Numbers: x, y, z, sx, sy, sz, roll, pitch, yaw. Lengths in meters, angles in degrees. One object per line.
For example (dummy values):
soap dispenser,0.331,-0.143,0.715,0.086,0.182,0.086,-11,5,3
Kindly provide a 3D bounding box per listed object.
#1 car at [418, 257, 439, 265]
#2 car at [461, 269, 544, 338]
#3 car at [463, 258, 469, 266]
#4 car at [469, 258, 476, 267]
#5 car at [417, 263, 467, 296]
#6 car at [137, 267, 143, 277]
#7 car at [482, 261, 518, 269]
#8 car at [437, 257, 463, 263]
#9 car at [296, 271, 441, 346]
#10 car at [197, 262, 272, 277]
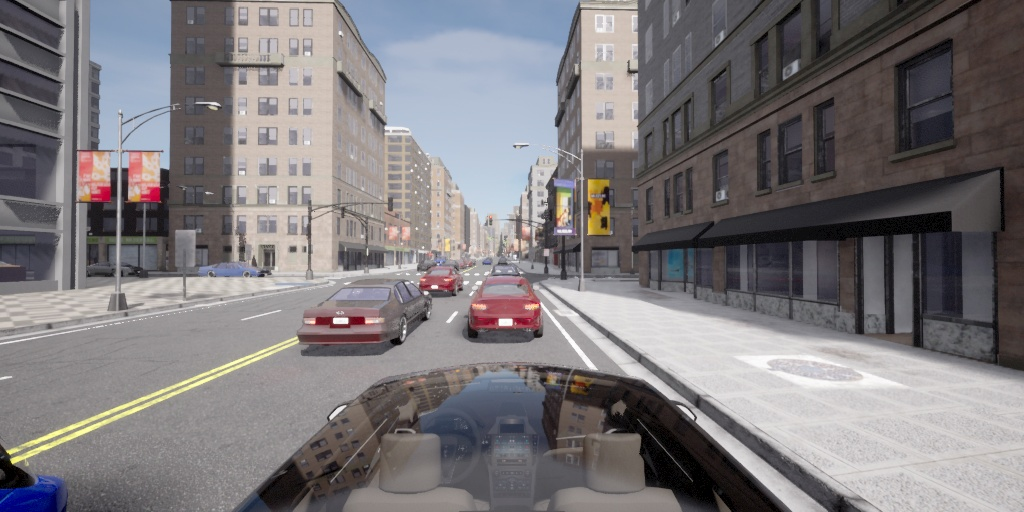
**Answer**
car,-11.105,1.206,47.201,1.882,1.535,5.008,0,0,-1
car,-0.183,1.276,10.116,1.812,1.442,4.674,0,0,-1
car,-8.051,1.247,54.704,1.812,1.442,4.674,0,0,-1
car,-8.278,1.063,64.579,2.097,1.767,4.553,0,0,-1
car,-3.669,1.274,19.021,1.812,1.442,4.674,0,0,-2
car,-33.647,1.169,30.365,4.181,1.385,1.994,0,-1,-2
car,-0.413,1.240,19.200,2.128,1.511,4.902,0,0,-3
car,-7.807,1.207,45.500,1.882,1.535,5.008,0,0,-2
car,-3.413,1.298,9.434,2.033,1.411,5.357,0,0,-2
car,-23.681,1.194,30.689,5.357,1.411,2.033,0,-1,1
